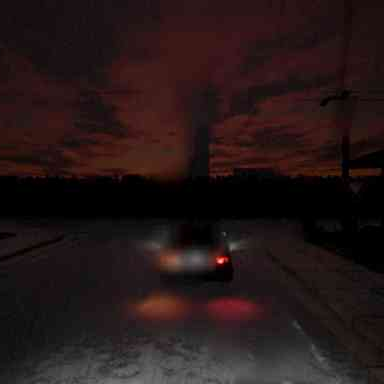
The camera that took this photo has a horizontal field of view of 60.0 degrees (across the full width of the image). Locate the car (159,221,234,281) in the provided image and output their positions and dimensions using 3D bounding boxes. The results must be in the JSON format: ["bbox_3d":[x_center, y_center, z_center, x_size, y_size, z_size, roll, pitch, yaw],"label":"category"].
[{"bbox_3d":[0.098,1.570,9.880,2.033,1.411,5.357,0,0,0],"label":"car"}]
